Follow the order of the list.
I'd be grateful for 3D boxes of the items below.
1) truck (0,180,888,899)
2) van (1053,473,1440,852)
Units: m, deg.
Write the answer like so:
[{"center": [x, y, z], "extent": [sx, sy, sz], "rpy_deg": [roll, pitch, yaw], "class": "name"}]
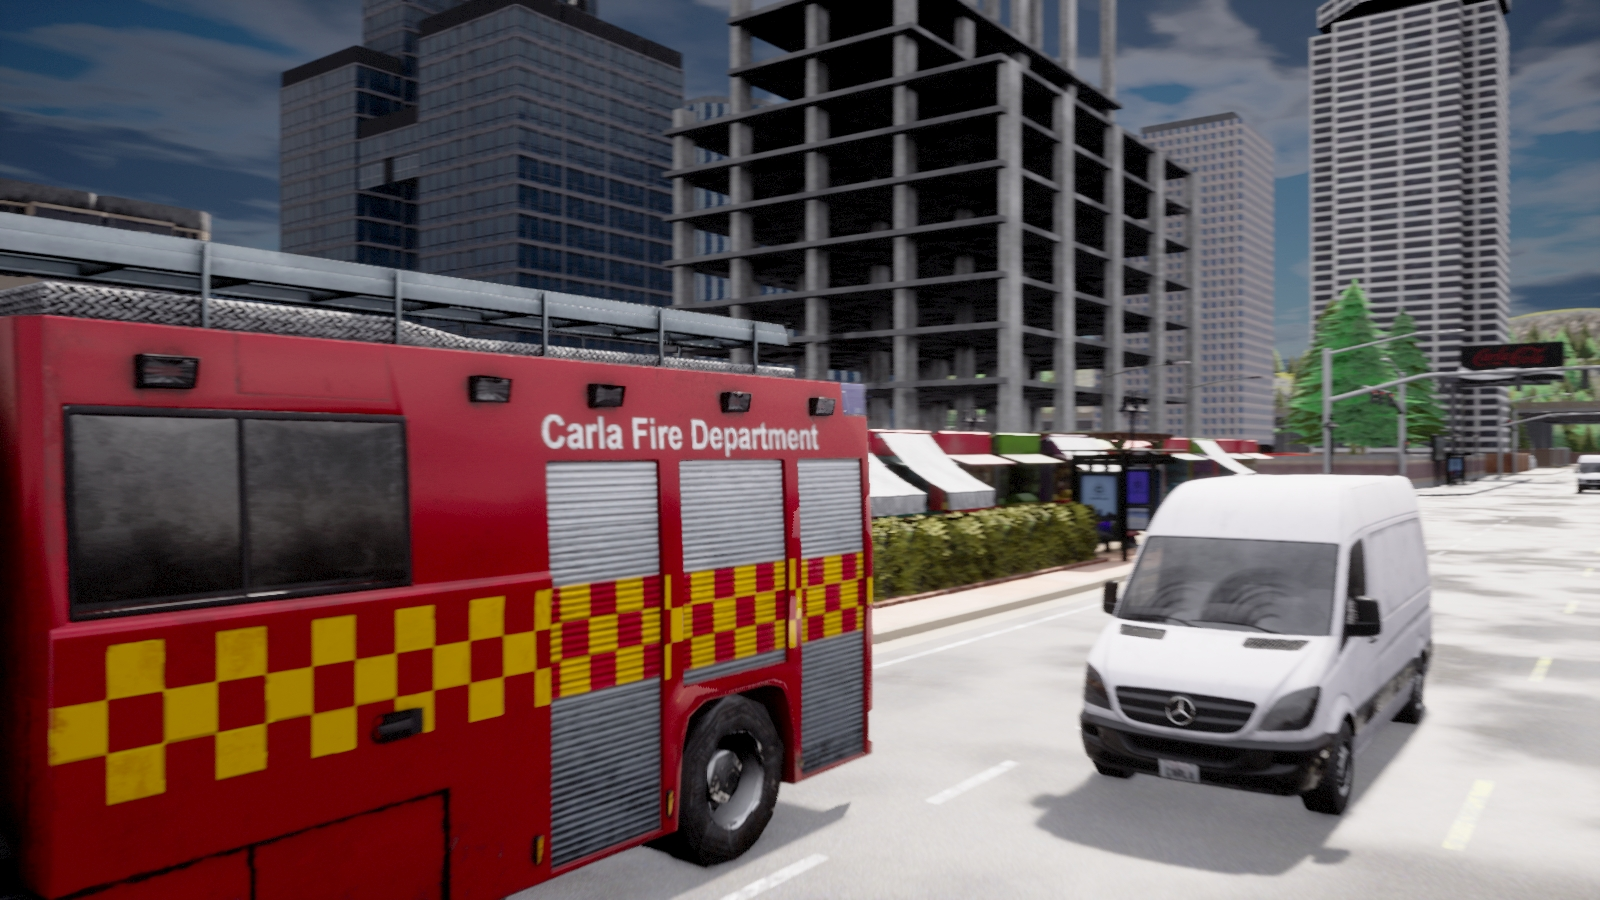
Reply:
[{"center": [-2.981, 0.912, 6.680], "extent": [2.891, 3.827, 8.468], "rpy_deg": [0, 0, 37], "class": "truck"}, {"center": [4.604, 1.553, 11.007], "extent": [1.988, 2.561, 5.915], "rpy_deg": [0, 0, 37], "class": "van"}]
